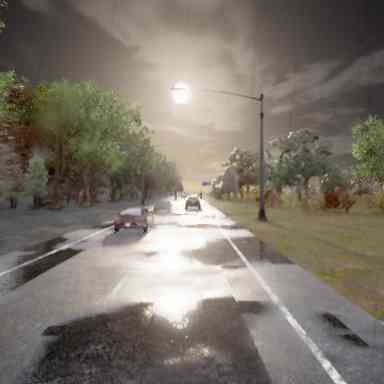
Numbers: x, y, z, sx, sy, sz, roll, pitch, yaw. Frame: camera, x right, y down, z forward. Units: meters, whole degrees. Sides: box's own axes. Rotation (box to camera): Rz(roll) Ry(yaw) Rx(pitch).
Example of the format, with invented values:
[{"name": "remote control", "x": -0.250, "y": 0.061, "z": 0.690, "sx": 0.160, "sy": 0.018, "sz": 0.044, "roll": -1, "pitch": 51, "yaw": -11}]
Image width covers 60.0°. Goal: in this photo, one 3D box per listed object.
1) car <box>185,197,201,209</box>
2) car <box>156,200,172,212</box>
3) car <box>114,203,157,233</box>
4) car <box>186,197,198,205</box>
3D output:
[{"name": "car", "x": 0.130, "y": 1.421, "z": 46.265, "sx": 2.097, "sy": 1.767, "sz": 4.553, "roll": 0, "pitch": 0, "yaw": 0}, {"name": "car", "x": -3.373, "y": 1.606, "z": 39.085, "sx": 2.033, "sy": 1.411, "sz": 5.357, "roll": 0, "pitch": 0, "yaw": 0}, {"name": "car", "x": -3.386, "y": 1.555, "z": 19.860, "sx": 1.812, "sy": 1.442, "sz": 4.674, "roll": 0, "pitch": 0, "yaw": 0}, {"name": "car", "x": 0.042, "y": 1.641, "z": 60.903, "sx": 2.033, "sy": 1.411, "sz": 5.357, "roll": 0, "pitch": 0, "yaw": 0}]
